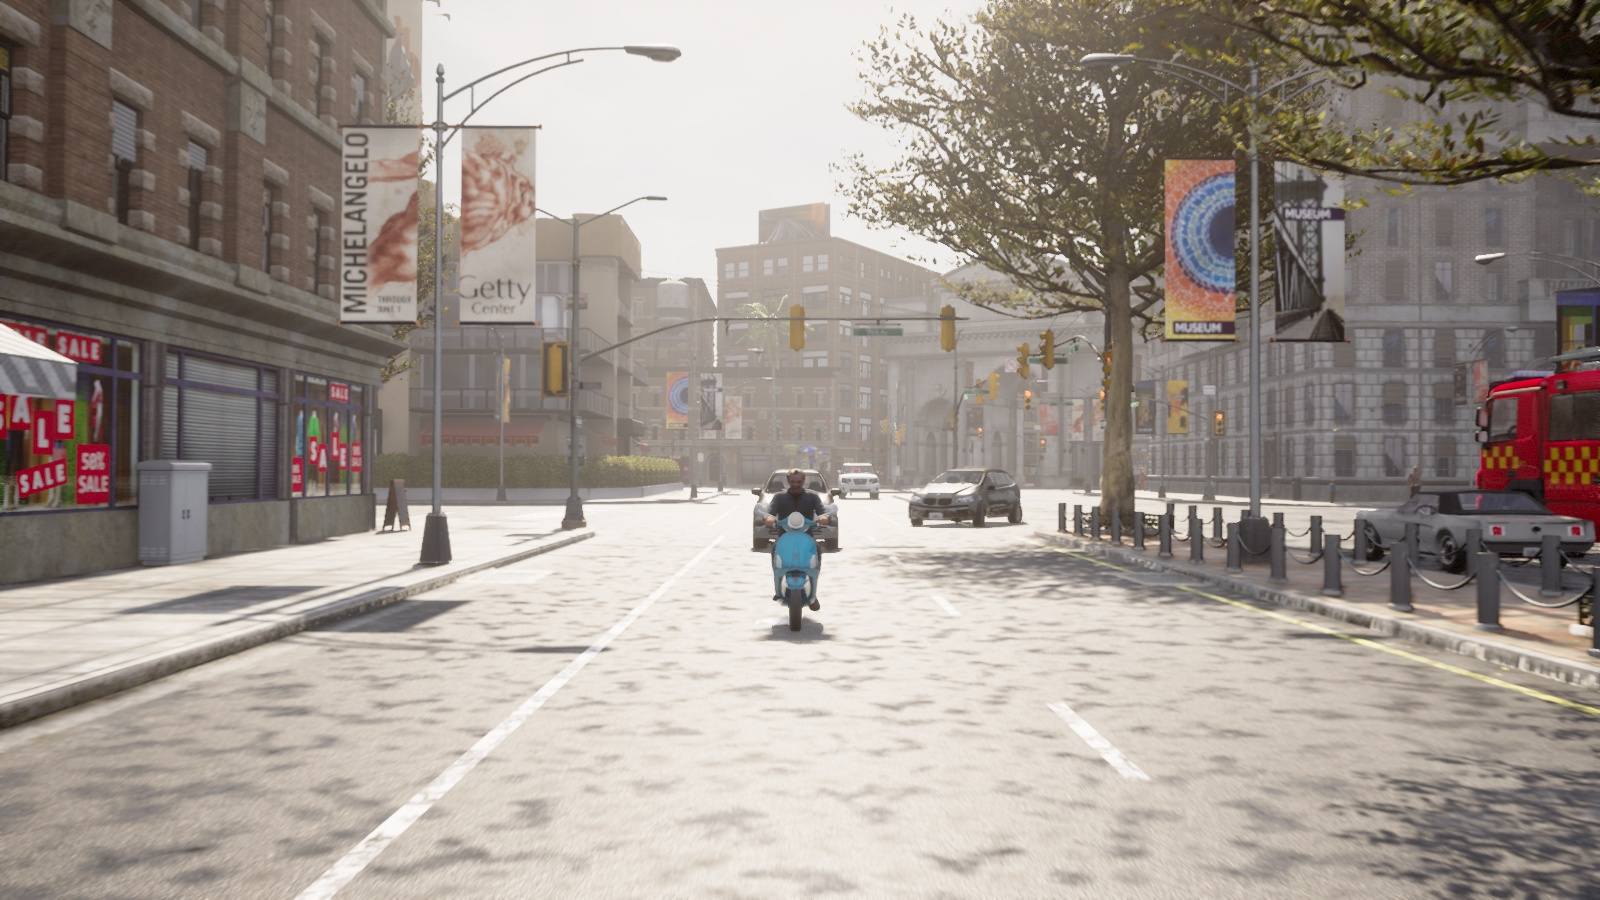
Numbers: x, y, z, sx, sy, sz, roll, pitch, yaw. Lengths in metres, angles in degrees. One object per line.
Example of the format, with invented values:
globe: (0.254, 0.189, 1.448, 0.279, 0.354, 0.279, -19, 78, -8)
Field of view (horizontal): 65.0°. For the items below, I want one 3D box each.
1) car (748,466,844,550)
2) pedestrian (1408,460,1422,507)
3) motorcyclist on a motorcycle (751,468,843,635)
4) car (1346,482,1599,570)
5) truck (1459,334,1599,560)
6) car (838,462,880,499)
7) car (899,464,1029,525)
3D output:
car: (-0.064, 1.154, 26.336, 1.851, 1.617, 3.988, 0, -1, 0)
pedestrian: (24.430, 1.327, 49.887, 0.331, 1.846, 0.634, 0, -1, 14)
motorcyclist on a motorcycle: (-0.033, 0.985, 12.933, 0.866, 1.590, 1.817, 0, -1, 0)
car: (11.376, 1.232, 21.672, 1.895, 1.301, 4.718, 0, -1, 1)
truck: (14.942, -0.051, 21.413, 2.891, 3.827, 8.468, 0, -1, 0)
car: (3.322, 1.725, 71.942, 2.150, 2.045, 5.566, 0, -1, 0)
car: (4.907, 1.260, 37.086, 2.242, 1.667, 4.611, -1, -1, 29)
